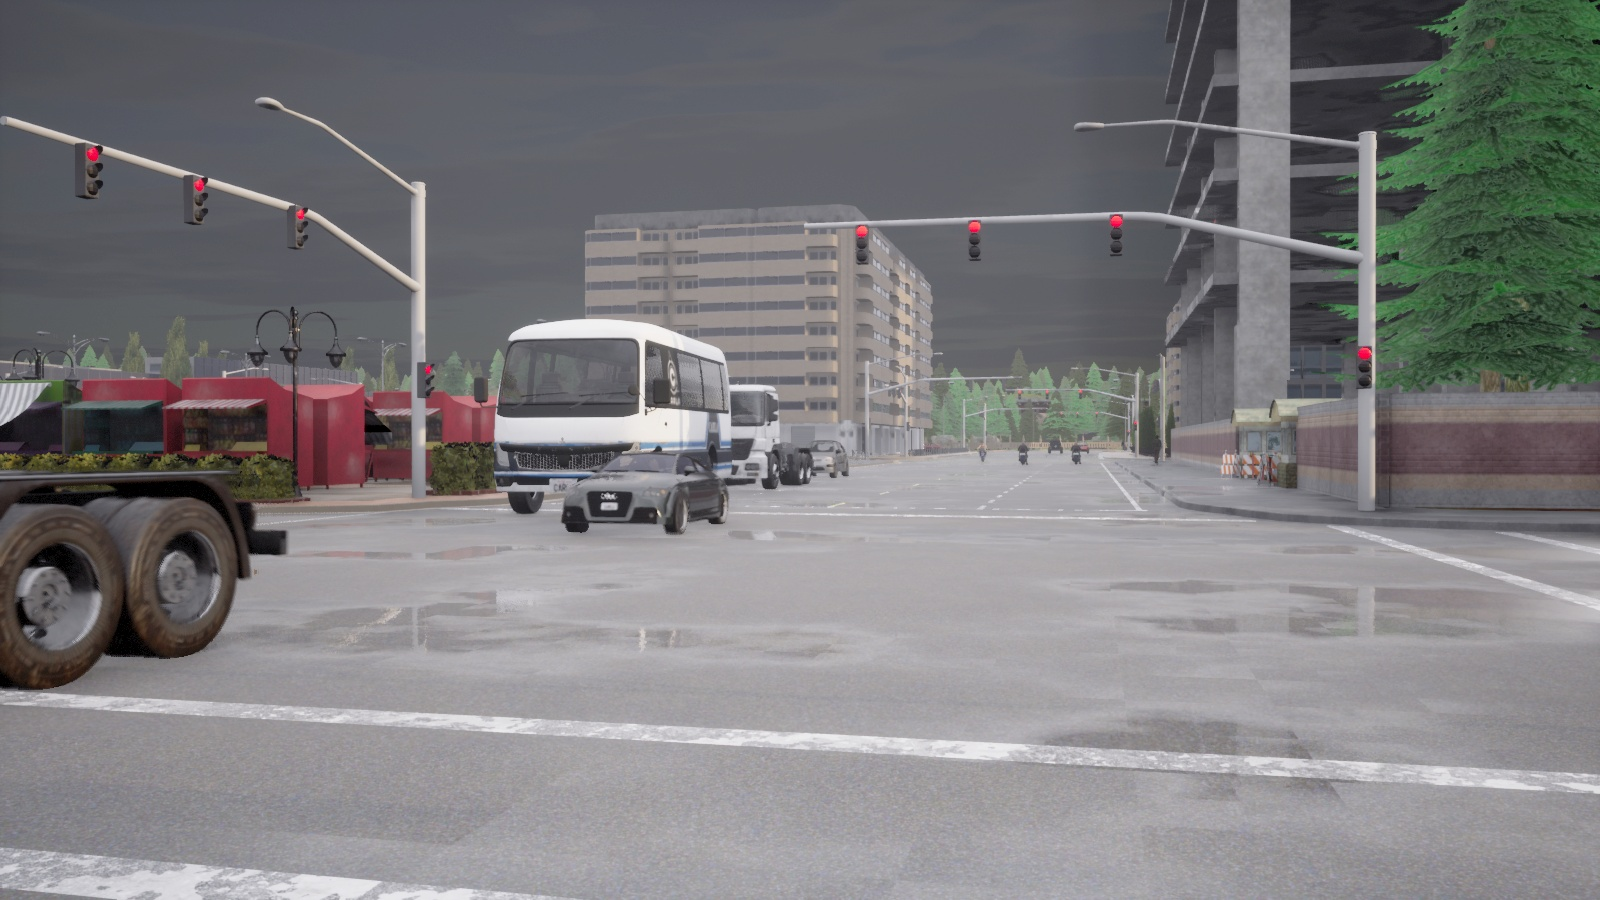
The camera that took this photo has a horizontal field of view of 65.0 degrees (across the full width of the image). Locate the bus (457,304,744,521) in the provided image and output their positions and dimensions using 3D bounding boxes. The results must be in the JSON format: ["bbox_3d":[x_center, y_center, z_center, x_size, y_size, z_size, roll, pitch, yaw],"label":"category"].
[{"bbox_3d":[-4.201,-0.786,29.932,3.944,4.253,10.273,0,1,8],"label":"bus"}]

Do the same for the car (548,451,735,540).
[{"bbox_3d":[-2.687,0.724,22.353,1.994,1.385,4.181,0,0,13],"label":"car"}]

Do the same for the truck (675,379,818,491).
[{"bbox_3d":[-1.618,-0.479,42.915,2.891,3.462,7.936,0,0,13],"label":"truck"}]

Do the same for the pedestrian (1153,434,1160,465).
[{"bbox_3d":[22.601,-0.026,79.581,0.395,1.930,0.692,0,0,12],"label":"pedestrian"}]

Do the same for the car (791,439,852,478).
[{"bbox_3d":[0.956,0.339,54.288,1.851,1.617,3.988,0,0,13],"label":"car"}]

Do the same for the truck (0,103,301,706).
[{"bbox_3d":[-6.227,-0.264,6.480,2.891,3.462,7.936,0,0,12],"label":"truck"}]
